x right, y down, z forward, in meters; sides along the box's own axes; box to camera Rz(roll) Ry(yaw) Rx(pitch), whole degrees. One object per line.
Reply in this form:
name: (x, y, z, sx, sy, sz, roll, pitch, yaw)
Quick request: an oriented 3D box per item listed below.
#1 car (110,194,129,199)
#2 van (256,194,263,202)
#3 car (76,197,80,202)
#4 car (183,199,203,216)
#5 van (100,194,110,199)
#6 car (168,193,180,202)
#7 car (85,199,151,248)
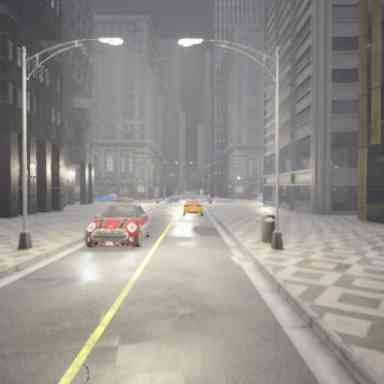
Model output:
car: (-14.648, 1.625, 71.948, 4.829, 1.417, 1.752, 0, 1, 0)
van: (17.735, 1.420, 80.619, 3.998, 1.788, 1.690, 0, 1, 0)
car: (-25.398, 1.612, 71.912, 4.507, 1.381, 1.887, 0, 1, 0)
car: (0.090, 1.480, 33.277, 1.882, 1.535, 5.008, 0, 0, 0)
van: (-20.249, 1.297, 80.454, 3.998, 1.788, 1.690, 0, 1, 0)
car: (-3.015, 1.211, 55.502, 1.812, 1.442, 4.674, 0, 0, 0)
car: (-3.103, 1.350, 14.719, 2.097, 1.767, 4.553, 0, 0, 0)
